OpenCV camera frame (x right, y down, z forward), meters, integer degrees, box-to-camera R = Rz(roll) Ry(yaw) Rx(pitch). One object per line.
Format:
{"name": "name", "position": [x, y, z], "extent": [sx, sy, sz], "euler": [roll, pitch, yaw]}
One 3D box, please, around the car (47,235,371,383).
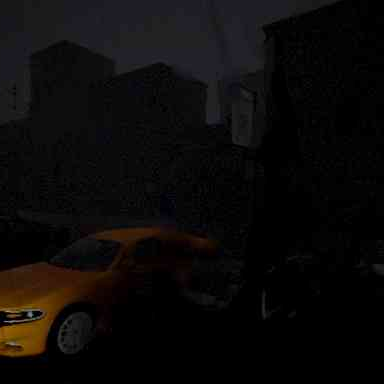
{"name": "car", "position": [0.881, 1.481, 4.717], "extent": [2.231, 1.521, 4.892], "euler": [0, 0, 35]}

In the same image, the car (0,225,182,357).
{"name": "car", "position": [-1.376, 1.479, 6.339], "extent": [2.097, 1.535, 5.008], "euler": [0, 0, 35]}

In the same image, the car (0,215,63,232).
{"name": "car", "position": [-5.995, 1.477, 9.638], "extent": [2.097, 1.535, 5.008], "euler": [0, 0, 36]}
